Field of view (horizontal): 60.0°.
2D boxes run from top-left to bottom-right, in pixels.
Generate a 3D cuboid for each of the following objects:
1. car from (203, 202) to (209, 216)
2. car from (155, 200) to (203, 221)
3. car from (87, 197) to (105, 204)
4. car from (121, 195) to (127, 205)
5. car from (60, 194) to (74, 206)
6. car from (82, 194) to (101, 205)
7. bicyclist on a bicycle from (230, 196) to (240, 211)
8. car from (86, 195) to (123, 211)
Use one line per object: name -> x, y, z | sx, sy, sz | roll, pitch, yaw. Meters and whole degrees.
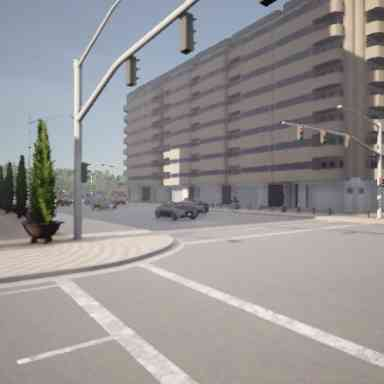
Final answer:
car -> -0.313, 1.474, 32.109 | 2.128, 1.511, 4.902 | 0, 0, -35
car -> -1.339, 1.539, 27.135 | 1.994, 1.385, 4.181 | 0, 0, -35
car -> -18.405, 1.592, 63.667 | 1.895, 1.301, 4.718 | 0, 0, -35
car -> -12.661, 1.592, 55.608 | 1.895, 1.301, 4.718 | 0, 0, -35
car -> -20.871, 1.492, 55.016 | 1.882, 1.535, 5.008 | 0, 0, -35
car -> -16.044, 1.532, 54.344 | 2.033, 1.411, 5.357 | 0, 0, -35
bicyclist on a bicycle -> 4.849, 1.299, 37.421 | 1.656, 1.620, 0.582 | 0, 0, -35
car -> -10.686, 1.467, 40.405 | 2.128, 1.511, 4.902 | 0, 0, -35
